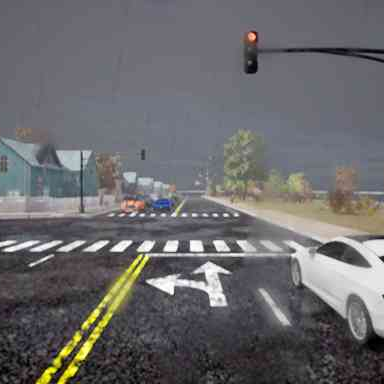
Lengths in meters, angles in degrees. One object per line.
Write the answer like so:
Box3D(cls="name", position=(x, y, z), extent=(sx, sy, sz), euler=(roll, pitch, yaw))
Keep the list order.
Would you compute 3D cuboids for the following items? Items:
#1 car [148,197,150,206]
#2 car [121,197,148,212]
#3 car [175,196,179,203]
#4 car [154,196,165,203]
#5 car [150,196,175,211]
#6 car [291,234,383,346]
Box3D(cls="car", position=(-6.773, 1.532, 50.307), extent=(2.033, 1.411, 5.357), euler=(0, 0, 0))
Box3D(cls="car", position=(-6.737, 1.335, 38.384), extent=(2.097, 1.767, 4.553), euler=(0, 0, 0))
Box3D(cls="car", position=(-3.522, 1.478, 50.474), extent=(2.128, 1.511, 4.902), euler=(0, 0, 0))
Box3D(cls="car", position=(-6.762, 1.526, 68.971), extent=(1.812, 1.442, 4.674), euler=(0, 0, 0))
Box3D(cls="car", position=(-3.492, 1.461, 40.065), extent=(1.882, 1.535, 5.008), euler=(0, 0, 0))
Box3D(cls="car", position=(3.327, 1.520, 6.205), extent=(1.812, 1.442, 4.674), euler=(0, 0, 0))
